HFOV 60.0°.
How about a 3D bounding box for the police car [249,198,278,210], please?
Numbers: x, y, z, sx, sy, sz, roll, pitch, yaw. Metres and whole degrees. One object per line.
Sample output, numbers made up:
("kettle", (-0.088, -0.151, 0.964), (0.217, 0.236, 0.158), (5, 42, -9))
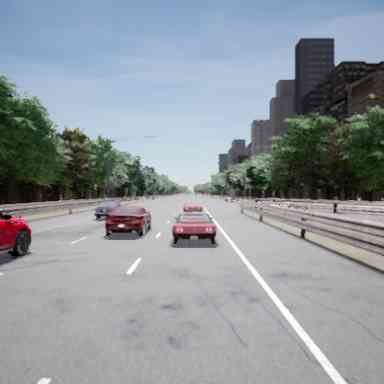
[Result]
("police car", (9.366, 1.566, 44.506), (2.038, 1.542, 4.974), (0, 0, -22))

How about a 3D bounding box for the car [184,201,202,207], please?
("car", (0.092, 1.604, 33.628), (1.895, 1.301, 4.718), (0, 0, 0))

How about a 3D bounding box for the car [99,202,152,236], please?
("car", (-3.404, 1.478, 18.499), (1.882, 1.535, 5.008), (0, 0, 0))

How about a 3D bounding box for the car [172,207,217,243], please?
("car", (0.096, 1.601, 16.030), (1.895, 1.301, 4.718), (0, 0, 0))

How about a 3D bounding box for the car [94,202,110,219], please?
("car", (-6.905, 1.549, 28.749), (2.033, 1.411, 5.357), (0, 0, 0))

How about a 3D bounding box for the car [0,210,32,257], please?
("car", (-6.903, 1.222, 9.725), (2.150, 2.045, 5.566), (0, 0, 0))
